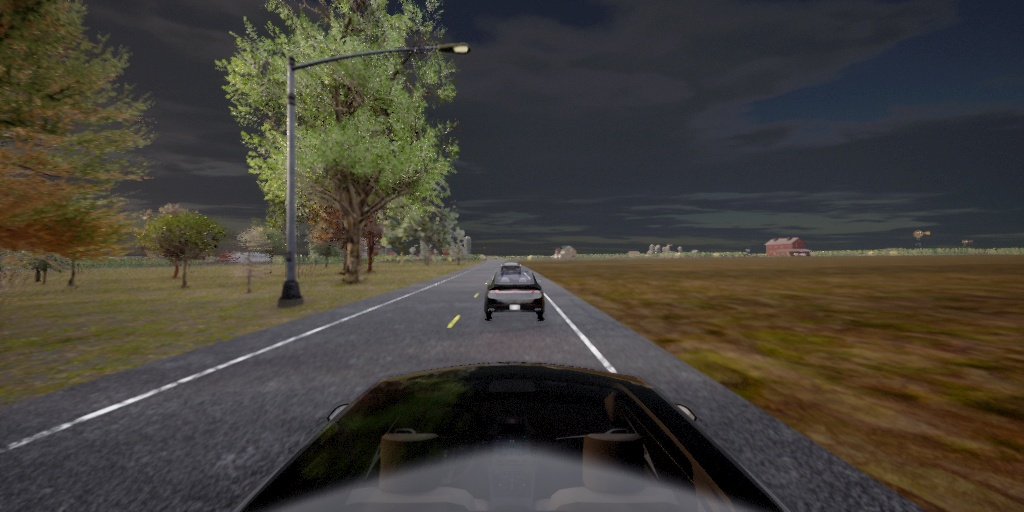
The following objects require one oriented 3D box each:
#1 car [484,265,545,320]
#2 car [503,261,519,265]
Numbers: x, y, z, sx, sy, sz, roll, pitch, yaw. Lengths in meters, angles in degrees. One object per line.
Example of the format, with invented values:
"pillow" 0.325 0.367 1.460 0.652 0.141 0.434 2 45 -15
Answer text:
"car" 0.070 1.241 12.580 2.128 1.511 4.902 0 0 0
"car" -0.105 1.230 34.604 1.882 1.535 5.008 0 0 -1
